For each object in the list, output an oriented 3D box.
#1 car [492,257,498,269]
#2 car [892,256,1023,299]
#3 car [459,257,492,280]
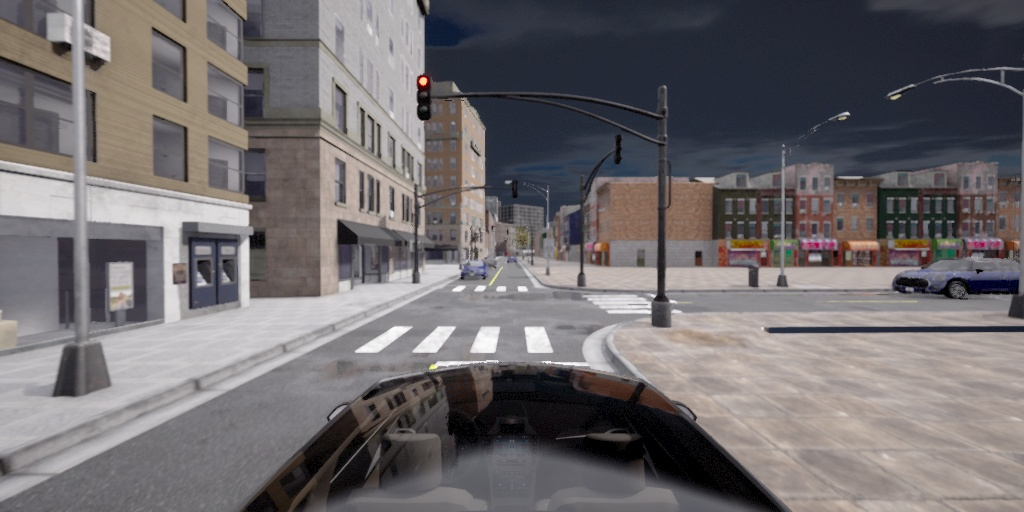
[{"bbox_3d":[-2.820,0.853,44.702,1.837,1.490,4.892,0,0,0],"label":"car"},{"bbox_3d":[19.759,0.886,15.803,4.553,1.767,2.097,0,1,0],"label":"car"},{"bbox_3d":[-2.842,1.026,27.969,1.812,1.442,4.674,0,1,0],"label":"car"}]
